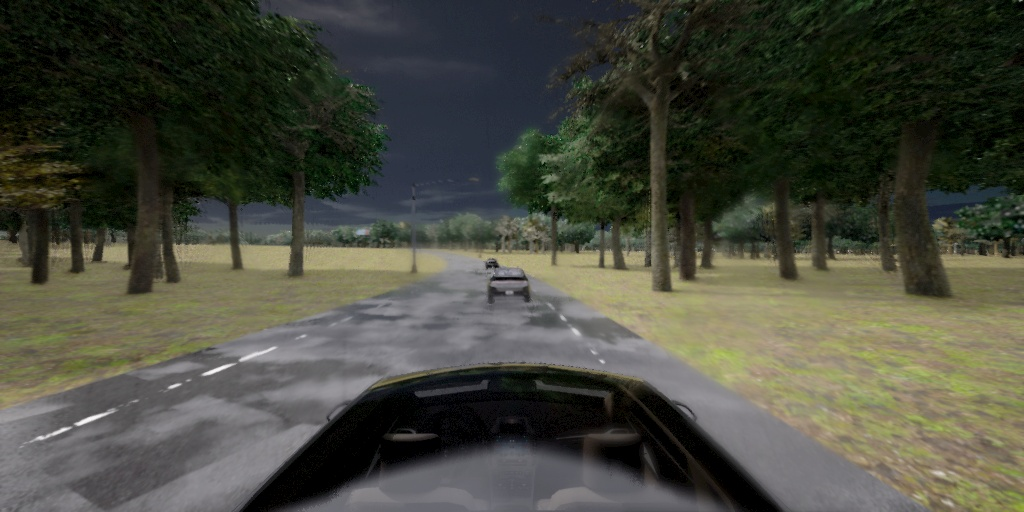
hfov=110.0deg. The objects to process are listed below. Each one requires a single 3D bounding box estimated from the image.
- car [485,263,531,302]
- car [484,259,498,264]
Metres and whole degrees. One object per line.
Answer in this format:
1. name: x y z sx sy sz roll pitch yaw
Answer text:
1. car: -0.180 1.280 17.071 2.128 1.511 4.902 0 0 -2
2. car: -3.037 1.147 52.836 1.837 1.490 4.892 0 1 -7
